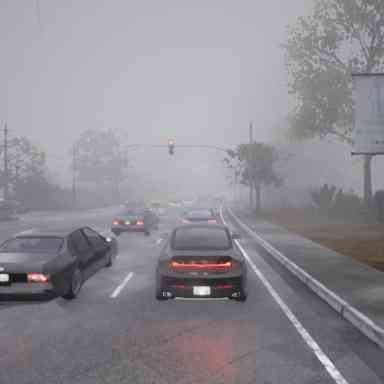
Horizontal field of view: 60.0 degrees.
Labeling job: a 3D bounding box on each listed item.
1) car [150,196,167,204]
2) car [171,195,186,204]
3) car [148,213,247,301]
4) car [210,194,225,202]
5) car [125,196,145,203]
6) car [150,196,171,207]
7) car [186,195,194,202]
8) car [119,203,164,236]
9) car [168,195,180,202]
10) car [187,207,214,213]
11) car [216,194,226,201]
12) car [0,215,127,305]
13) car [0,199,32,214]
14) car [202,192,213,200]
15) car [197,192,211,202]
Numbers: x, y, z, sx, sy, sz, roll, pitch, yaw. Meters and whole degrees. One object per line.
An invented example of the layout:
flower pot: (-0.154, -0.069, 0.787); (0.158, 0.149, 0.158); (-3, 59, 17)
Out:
car: (-6.360, 1.483, 64.164); (2.128, 1.511, 4.902); (0, 0, 8)
car: (-2.895, 1.555, 63.699); (1.994, 1.385, 4.181); (0, 0, 8)
car: (0.214, 1.504, 8.326); (1.837, 1.490, 4.892); (0, 0, 1)
car: (5.855, 1.508, 75.310); (1.812, 1.442, 4.674); (0, 0, 9)
car: (-8.210, 1.345, 48.045); (2.097, 1.767, 4.553); (0, 0, 6)
car: (-4.746, 1.471, 47.567); (1.882, 1.535, 5.008); (0, 0, 5)
car: (-0.747, 1.502, 78.392); (2.128, 1.511, 4.902); (0, 0, 9)
car: (-3.014, 1.545, 18.475); (2.033, 1.411, 5.357); (0, 0, 2)
car: (-4.202, 1.501, 78.953); (1.812, 1.442, 4.674); (0, 0, 9)
car: (0.460, 1.523, 17.573); (1.812, 1.442, 4.674); (0, 0, 4)
car: (7.533, 1.381, 85.435); (2.128, 1.511, 4.902); (0, 0, 10)
car: (-3.298, 1.546, 8.332); (2.033, 1.411, 5.357); (0, 0, 1)
car: (-19.044, 1.500, 34.308); (4.892, 1.490, 1.837); (0, 0, 5)
car: (4.017, 1.063, 85.652); (2.150, 2.045, 5.566); (0, 0, 10)
car: (2.385, 1.338, 75.775); (2.097, 1.767, 4.553); (0, 0, 9)
